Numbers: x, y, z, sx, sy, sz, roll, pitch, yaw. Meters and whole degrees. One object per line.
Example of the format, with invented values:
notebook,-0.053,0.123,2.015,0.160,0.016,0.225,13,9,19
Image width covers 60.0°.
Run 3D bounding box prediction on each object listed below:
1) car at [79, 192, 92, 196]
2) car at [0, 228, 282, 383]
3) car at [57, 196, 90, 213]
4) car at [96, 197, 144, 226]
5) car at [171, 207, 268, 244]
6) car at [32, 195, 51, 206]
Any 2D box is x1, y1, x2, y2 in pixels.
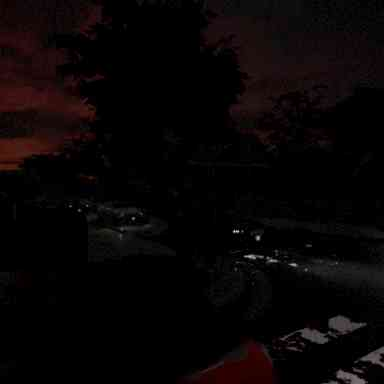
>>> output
car,-28.318,0.851,88.288,2.097,1.767,4.553,-1,0,5
car,-1.559,1.353,1.837,4.553,1.767,2.097,0,0,-35
car,-11.257,1.323,31.371,1.895,1.301,4.718,-1,1,-35
car,-4.889,1.320,22.197,1.812,1.442,4.674,-1,1,-34
car,0.952,1.361,13.817,2.128,1.511,4.902,-1,1,-35
car,-20.445,1.140,45.014,1.812,1.442,4.674,-1,1,-31
